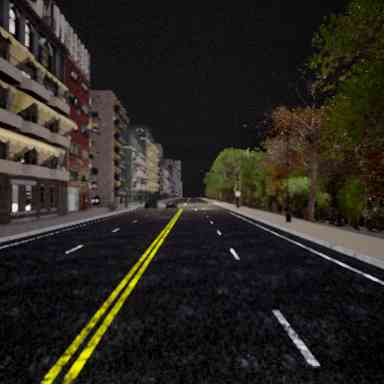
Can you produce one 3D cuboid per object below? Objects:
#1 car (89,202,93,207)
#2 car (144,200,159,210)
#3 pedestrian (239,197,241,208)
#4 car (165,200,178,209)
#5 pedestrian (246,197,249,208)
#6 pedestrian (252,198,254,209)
[{"bbox_3d":[-22.787,2.506,69.240,4.206,1.307,1.802,-1,0,-1],"label":"car"},{"bbox_3d":[-6.504,1.989,53.694,1.882,1.535,5.008,0,-1,0],"label":"car"},{"bbox_3d":[8.012,1.668,55.429,0.375,1.860,0.375,0,-1,0],"label":"pedestrian"},{"bbox_3d":[-3.251,2.069,54.279,2.033,1.411,5.357,0,-1,0],"label":"car"},{"bbox_3d":[9.011,1.656,54.229,0.375,1.860,0.375,0,-1,0],"label":"pedestrian"},{"bbox_3d":[10.012,1.850,54.827,0.375,1.860,0.375,0,-1,0],"label":"pedestrian"}]
